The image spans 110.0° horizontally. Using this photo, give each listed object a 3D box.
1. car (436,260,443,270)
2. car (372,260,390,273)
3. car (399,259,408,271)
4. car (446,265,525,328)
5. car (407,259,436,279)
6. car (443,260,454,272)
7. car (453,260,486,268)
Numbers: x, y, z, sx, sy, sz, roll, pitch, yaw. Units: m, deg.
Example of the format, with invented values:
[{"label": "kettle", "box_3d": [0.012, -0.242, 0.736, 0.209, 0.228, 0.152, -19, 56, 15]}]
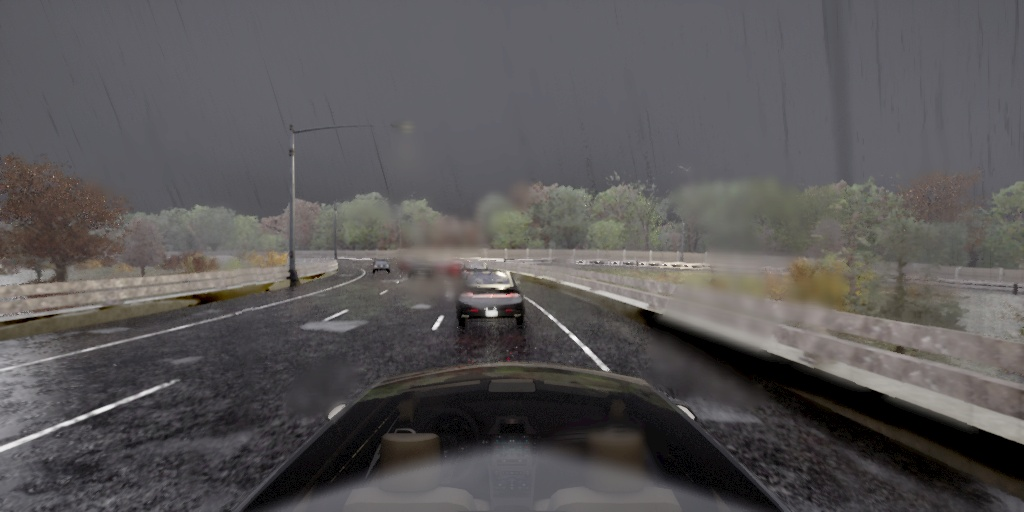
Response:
[{"label": "car", "box_3d": [-9.029, 1.153, 44.761, 1.994, 1.385, 4.181, 0, 0, -23]}, {"label": "car", "box_3d": [-15.183, 1.154, 41.482, 2.033, 1.411, 5.357, 0, 0, -22]}, {"label": "car", "box_3d": [-13.099, 1.067, 45.364, 1.882, 1.535, 5.008, 0, 0, -23]}, {"label": "car", "box_3d": [-0.700, 1.205, 11.365, 2.128, 1.511, 4.902, 0, 0, -5]}, {"label": "car", "box_3d": [-7.758, 1.147, 30.642, 1.837, 1.490, 4.892, 0, 0, -16]}, {"label": "car", "box_3d": [-5.114, 1.105, 33.990, 1.882, 1.535, 5.008, 0, 0, -16]}, {"label": "car", "box_3d": [-2.473, 1.159, 23.231, 2.128, 1.511, 4.902, 0, 0, -11]}]
